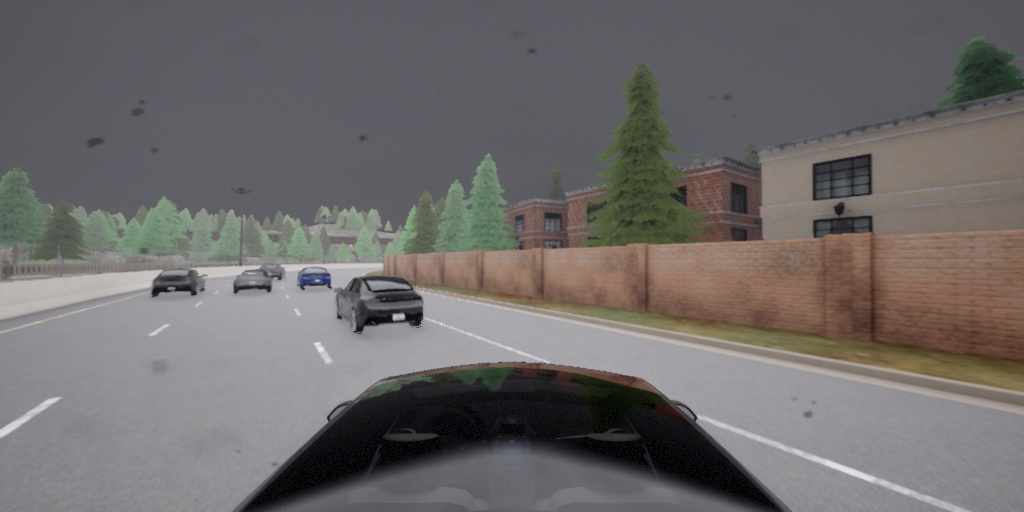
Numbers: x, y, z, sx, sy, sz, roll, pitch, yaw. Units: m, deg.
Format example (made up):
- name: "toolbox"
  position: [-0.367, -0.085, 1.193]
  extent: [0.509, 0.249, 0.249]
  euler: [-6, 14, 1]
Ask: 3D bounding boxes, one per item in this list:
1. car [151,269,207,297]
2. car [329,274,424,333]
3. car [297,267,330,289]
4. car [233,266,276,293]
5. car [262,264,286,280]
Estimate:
- name: "car"
  position: [-19.441, 1.503, 21.053]
  extent: [1.837, 1.490, 4.892]
  euler: [1, -1, -34]
- name: "car"
  position: [-4.332, 1.380, 11.384]
  extent: [1.837, 1.490, 4.892]
  euler: [1, -1, -34]
- name: "car"
  position: [-14.493, 1.545, 26.223]
  extent: [1.882, 1.535, 5.008]
  euler: [0, -1, -34]
- name: "car"
  position: [-16.780, 1.593, 23.352]
  extent: [1.994, 1.385, 4.181]
  euler: [1, -1, -33]
- name: "car"
  position: [-24.512, 1.552, 36.654]
  extent: [2.097, 1.767, 4.553]
  euler: [0, -1, -27]
